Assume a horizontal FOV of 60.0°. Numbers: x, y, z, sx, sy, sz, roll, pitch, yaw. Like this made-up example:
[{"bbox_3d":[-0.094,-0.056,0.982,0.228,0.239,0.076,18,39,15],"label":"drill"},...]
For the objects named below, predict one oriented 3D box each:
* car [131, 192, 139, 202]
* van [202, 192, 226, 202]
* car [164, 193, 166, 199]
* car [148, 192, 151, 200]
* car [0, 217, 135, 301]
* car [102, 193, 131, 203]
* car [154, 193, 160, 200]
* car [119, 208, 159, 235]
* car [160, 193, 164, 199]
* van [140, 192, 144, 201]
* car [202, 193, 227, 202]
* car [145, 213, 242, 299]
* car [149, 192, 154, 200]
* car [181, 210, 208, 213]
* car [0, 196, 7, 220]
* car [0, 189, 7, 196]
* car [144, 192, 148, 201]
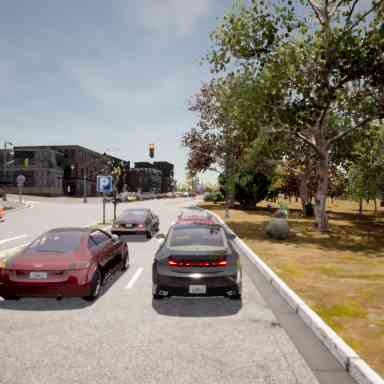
[{"bbox_3d":[-13.830,1.315,65.759,5.366,1.575,1.946,-1,0,-15],"label":"car"},{"bbox_3d":[4.253,1.042,65.370,4.442,1.987,1.878,1,0,-14],"label":"van"},{"bbox_3d":[-10.624,1.316,92.687,5.008,1.535,2.097,-1,0,-12],"label":"car"},{"bbox_3d":[-12.676,1.359,77.718,4.674,1.452,2.002,-1,0,-13],"label":"car"},{"bbox_3d":[-2.905,1.574,8.400,1.994,1.385,4.181,0,0,1],"label":"car"},{"bbox_3d":[-14.474,1.358,62.766,4.792,1.488,2.163,-1,0,-15],"label":"car"},{"bbox_3d":[-11.493,1.357,86.702,4.674,1.452,2.002,-1,0,-12],"label":"car"},{"bbox_3d":[-2.853,1.572,17.619,2.033,1.411,5.357,0,0,1],"label":"car"},{"bbox_3d":[-11.044,1.065,89.708,5.566,2.045,2.435,-1,0,-12],"label":"car"},{"bbox_3d":[-13.274,1.093,71.751,4.442,1.987,1.878,-1,0,-14],"label":"van"},{"bbox_3d":[4.635,1.141,68.339,4.553,1.767,2.185,1,0,-14],"label":"car"},{"bbox_3d":[0.105,1.515,8.447,1.837,1.490,4.892,0,0,0],"label":"car"},{"bbox_3d":[-12.306,1.359,80.720,4.674,1.452,2.002,-1,0,-13],"label":"car"},{"bbox_3d":[0.150,1.625,17.716,1.895,1.301,4.718,0,0,0],"label":"car"},{"bbox_3d":[-16.639,1.404,24.959,4.553,1.767,2.185,-1,0,-19],"label":"car"},{"bbox_3d":[-31.190,0.137,53.627,2.002,1.452,4.674,6,-3,-19],"label":"car"},{"bbox_3d":[-13.048,1.321,74.722,4.892,1.521,2.231,-1,0,-14],"label":"car"}]
